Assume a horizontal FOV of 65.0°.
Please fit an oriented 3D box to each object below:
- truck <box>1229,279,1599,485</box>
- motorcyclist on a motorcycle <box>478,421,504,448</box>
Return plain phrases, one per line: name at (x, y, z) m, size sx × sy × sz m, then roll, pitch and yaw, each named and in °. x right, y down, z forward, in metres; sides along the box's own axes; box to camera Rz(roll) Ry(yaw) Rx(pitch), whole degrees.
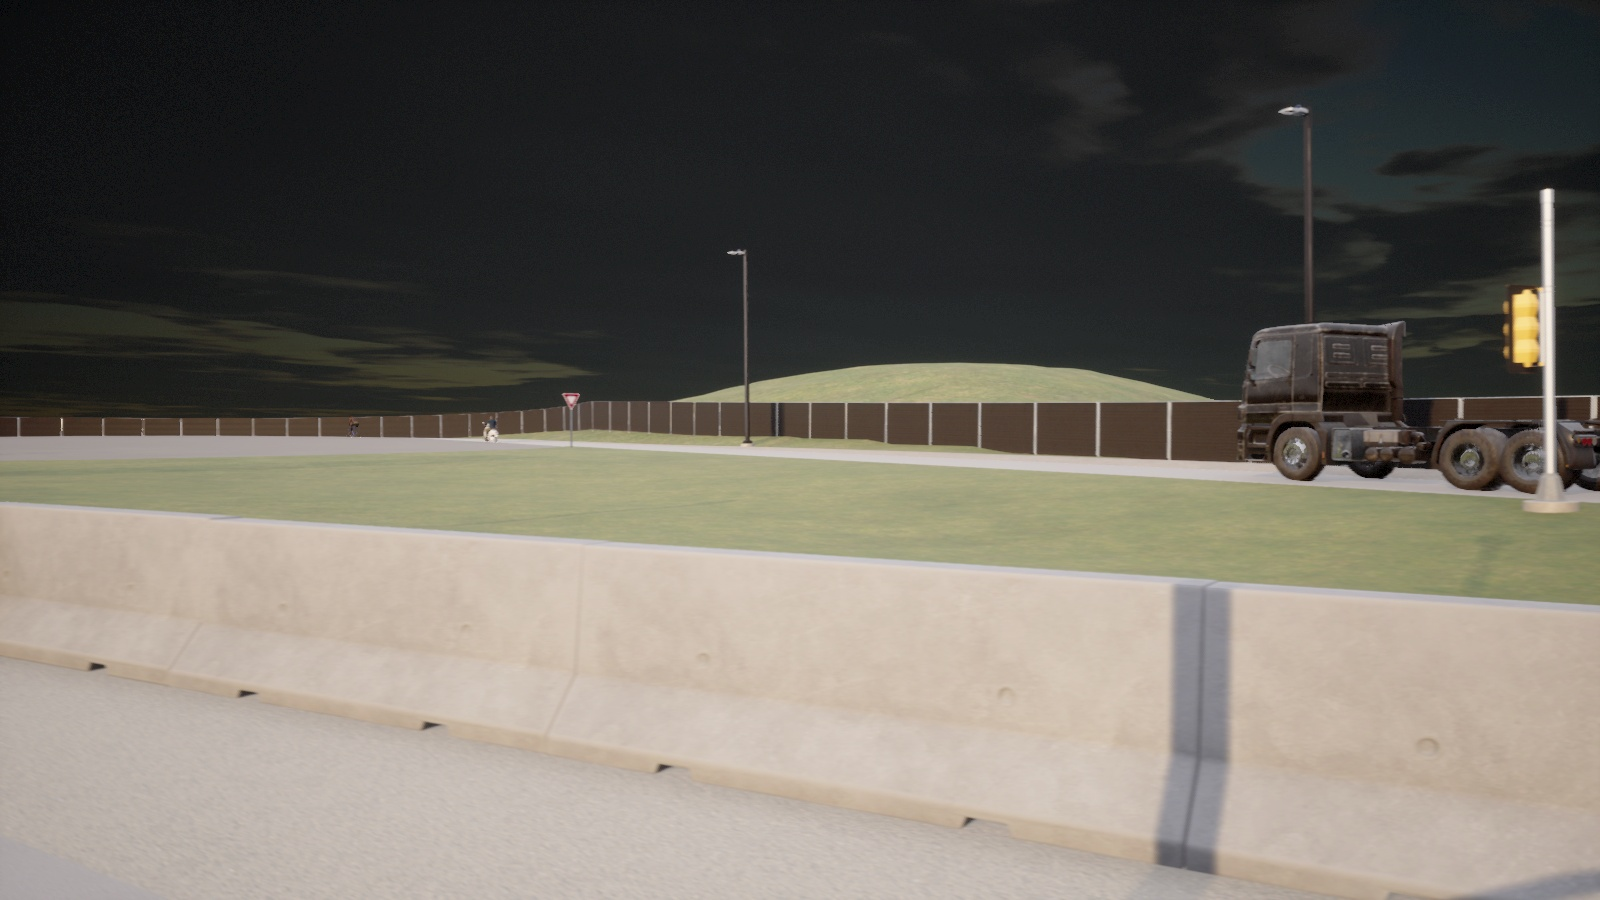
truck at (12.810, -1.249, 25.350) m, size 2.891 × 3.462 × 7.936 m, roll -2°, pitch 2°, yaw -29°
motorcyclist on a motorcycle at (-18.482, -0.918, 75.072) m, size 0.866 × 1.590 × 1.817 m, roll -2°, pitch 2°, yaw -36°
